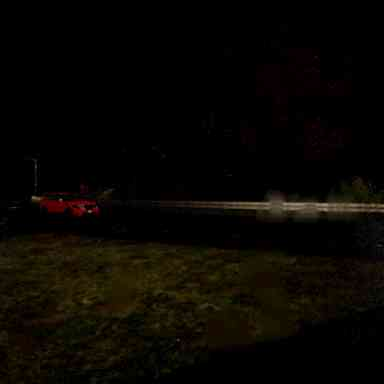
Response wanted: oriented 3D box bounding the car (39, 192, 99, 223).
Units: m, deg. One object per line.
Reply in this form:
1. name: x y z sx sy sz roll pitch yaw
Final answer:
1. car: -9.592 1.051 25.674 5.566 2.045 2.150 0 0 36
